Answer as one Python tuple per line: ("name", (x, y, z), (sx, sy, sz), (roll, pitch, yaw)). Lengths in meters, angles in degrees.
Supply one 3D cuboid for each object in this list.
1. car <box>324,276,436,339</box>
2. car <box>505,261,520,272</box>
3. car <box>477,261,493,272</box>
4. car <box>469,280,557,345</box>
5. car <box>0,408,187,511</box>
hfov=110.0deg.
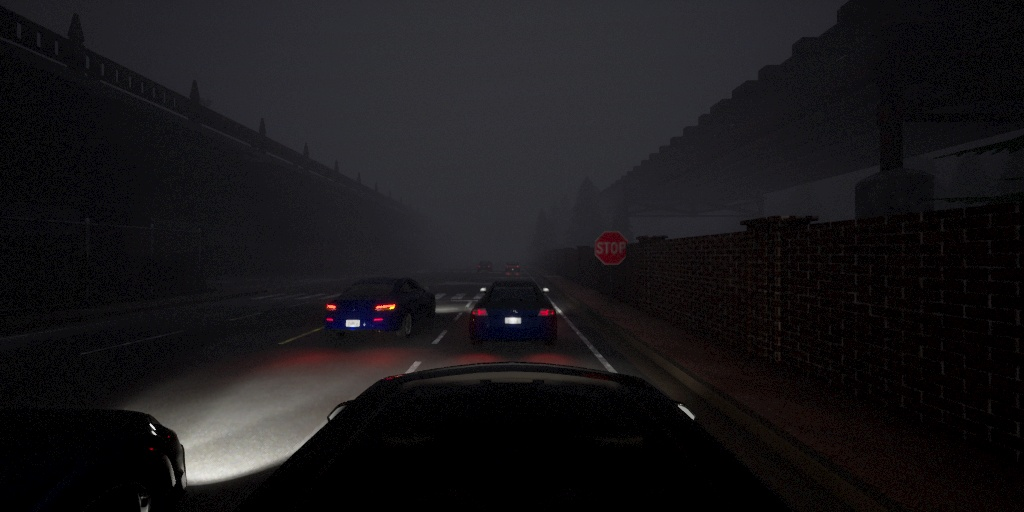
("car", (-3.420, 1.276, 9.993), (1.812, 1.442, 4.674), (0, 0, 0))
("car", (0.064, 1.351, 46.244), (1.895, 1.301, 4.718), (0, 0, -1))
("car", (-3.430, 1.297, 46.040), (2.033, 1.411, 5.357), (0, 0, -1))
("car", (0.062, 1.314, 9.473), (1.994, 1.385, 4.181), (0, 0, 1))
("car", (-3.399, 1.314, 0.897), (1.994, 1.385, 4.181), (0, 0, 0))
